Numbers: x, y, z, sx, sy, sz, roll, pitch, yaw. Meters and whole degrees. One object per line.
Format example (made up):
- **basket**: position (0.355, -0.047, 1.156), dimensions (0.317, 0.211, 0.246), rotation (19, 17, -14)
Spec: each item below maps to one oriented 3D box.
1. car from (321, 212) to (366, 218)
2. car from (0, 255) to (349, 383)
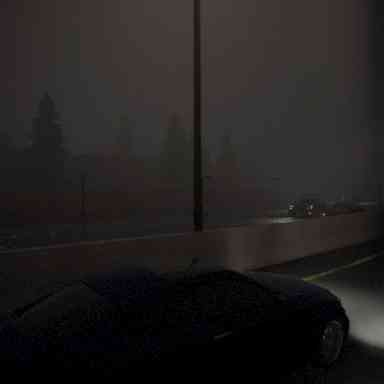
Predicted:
- **car**: position (11.155, 1.430, 24.270), dimensions (2.033, 1.411, 5.357), rotation (0, 0, 40)
- **car**: position (-0.018, 1.518, 3.966), dimensions (4.674, 1.442, 1.812), rotation (0, 0, -37)
